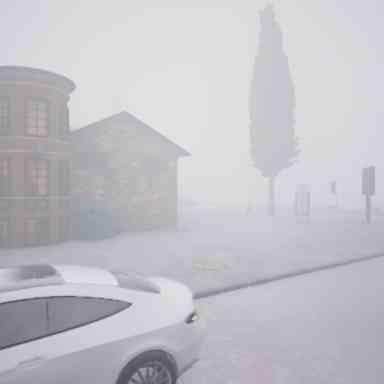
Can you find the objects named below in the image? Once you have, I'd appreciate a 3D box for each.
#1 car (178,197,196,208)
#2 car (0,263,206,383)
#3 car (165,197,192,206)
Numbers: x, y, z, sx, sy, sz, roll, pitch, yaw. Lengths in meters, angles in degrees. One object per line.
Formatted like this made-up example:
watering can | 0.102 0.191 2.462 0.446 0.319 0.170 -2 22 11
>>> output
car | -1.248 1.572 49.021 1.994 1.385 4.181 0 0 -35
car | -1.990 1.526 3.168 4.674 1.442 1.812 0 0 -36
car | -2.418 1.556 57.777 2.033 1.411 5.357 0 0 -35
